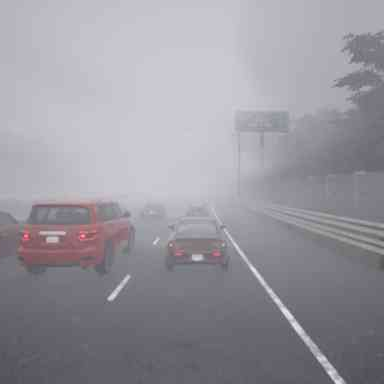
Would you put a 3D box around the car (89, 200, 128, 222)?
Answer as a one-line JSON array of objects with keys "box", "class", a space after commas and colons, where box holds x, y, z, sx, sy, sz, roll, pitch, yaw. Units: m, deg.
[{"box": [-6.568, 1.439, 26.820, 1.837, 1.490, 4.892, 0, 1, 1], "class": "car"}]

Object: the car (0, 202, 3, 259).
[{"box": [-6.836, 1.372, 10.975, 2.097, 1.767, 4.553, 0, 0, 1], "class": "car"}]

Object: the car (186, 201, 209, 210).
[{"box": [0.458, 1.452, 27.745, 1.812, 1.442, 4.674, 0, 1, 1], "class": "car"}]

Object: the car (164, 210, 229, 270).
[{"box": [0.165, 1.548, 11.041, 1.812, 1.442, 4.674, 0, 0, 1], "class": "car"}]

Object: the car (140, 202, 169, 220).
[{"box": [-3.052, 1.493, 27.389, 1.994, 1.385, 4.181, 0, 1, 1], "class": "car"}]

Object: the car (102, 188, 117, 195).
[{"box": [-18.446, 0.300, 77.059, 2.128, 1.511, 4.902, 0, 2, 4], "class": "car"}]

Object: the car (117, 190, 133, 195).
[{"box": [-14.954, 0.319, 76.826, 2.033, 1.411, 5.357, 0, 2, 4], "class": "car"}]

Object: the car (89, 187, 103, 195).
[{"box": [-21.941, -0.004, 77.252, 2.150, 2.045, 5.566, 0, 2, 4], "class": "car"}]

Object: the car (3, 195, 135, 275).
[{"box": [-3.339, 1.242, 10.715, 2.150, 2.045, 5.566, 0, 0, 1], "class": "car"}]

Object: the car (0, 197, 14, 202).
[{"box": [-20.495, 1.289, 36.310, 1.882, 1.535, 5.008, 0, 1, 2], "class": "car"}]
